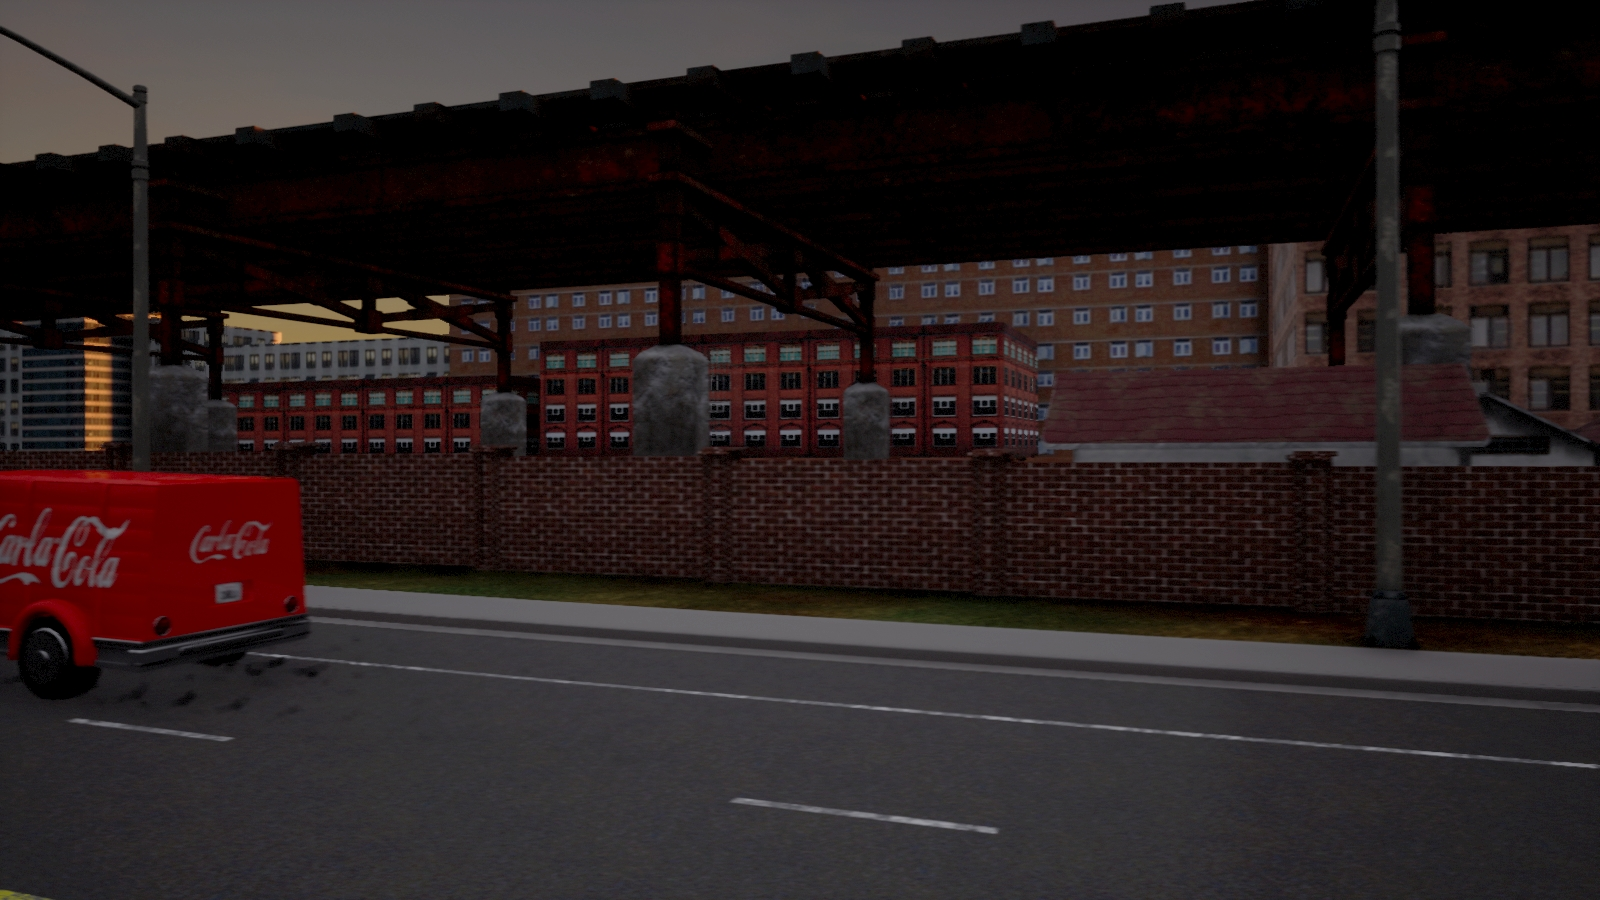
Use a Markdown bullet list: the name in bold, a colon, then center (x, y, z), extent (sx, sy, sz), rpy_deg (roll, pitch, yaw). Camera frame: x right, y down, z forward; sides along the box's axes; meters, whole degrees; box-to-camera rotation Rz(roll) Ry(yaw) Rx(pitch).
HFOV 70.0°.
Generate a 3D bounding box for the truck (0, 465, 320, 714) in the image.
- **truck**: center (-8.937, 1.481, 14.003), extent (5.204, 2.467, 2.627), rpy_deg (1, 0, 20)
